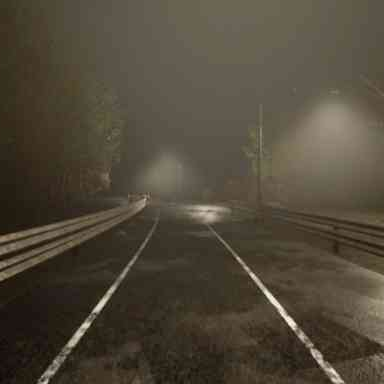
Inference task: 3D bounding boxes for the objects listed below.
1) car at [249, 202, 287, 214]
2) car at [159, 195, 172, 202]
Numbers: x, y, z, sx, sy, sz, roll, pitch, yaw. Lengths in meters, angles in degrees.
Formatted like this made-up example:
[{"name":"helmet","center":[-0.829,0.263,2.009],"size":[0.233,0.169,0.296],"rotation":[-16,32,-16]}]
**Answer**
[{"name":"car","center":[7.839,1.738,34.699],"size":[1.895,1.301,4.718],"rotation":[0,0,-18]},{"name":"car","center":[-6.159,1.499,76.713],"size":[2.033,1.411,5.357],"rotation":[0,0,-18]}]
